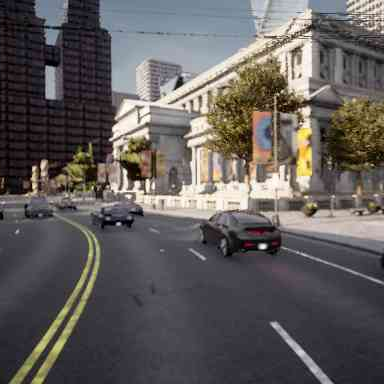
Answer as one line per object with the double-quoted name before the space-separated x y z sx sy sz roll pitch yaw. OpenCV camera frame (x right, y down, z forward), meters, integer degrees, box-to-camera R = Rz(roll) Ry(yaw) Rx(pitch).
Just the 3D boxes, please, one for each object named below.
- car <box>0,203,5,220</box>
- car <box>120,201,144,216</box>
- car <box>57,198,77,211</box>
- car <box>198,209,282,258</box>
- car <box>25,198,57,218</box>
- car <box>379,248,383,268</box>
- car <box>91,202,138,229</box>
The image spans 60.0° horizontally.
"car" -16.540 1.590 27.522 1.895 1.301 4.718 -1 0 -29
"car" -5.851 1.454 29.900 1.994 1.385 4.181 -1 0 -28
"car" -14.980 1.452 39.494 2.033 1.411 5.357 -1 0 -29
"car" 1.601 1.429 12.648 1.837 1.490 4.892 0 0 -14
"car" -13.497 1.310 29.248 2.097 1.767 4.553 -1 0 -29
"car" 6.043 1.443 6.769 2.002 1.452 4.674 0 0 -9
"car" -5.150 1.530 21.012 1.895 1.301 4.718 -1 0 -25
